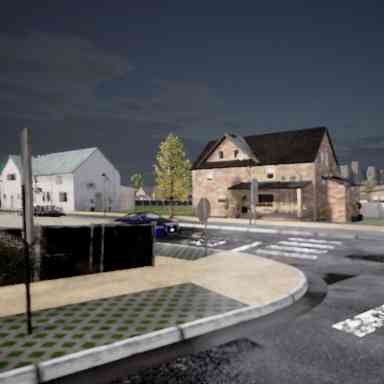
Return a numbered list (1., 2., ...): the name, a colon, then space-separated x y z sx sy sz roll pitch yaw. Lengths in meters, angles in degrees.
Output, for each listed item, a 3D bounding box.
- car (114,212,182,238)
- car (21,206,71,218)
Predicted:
1. car: -2.605 1.818 18.585 4.181 1.385 1.994 0 1 38
2. car: -11.054 1.816 25.050 4.902 1.511 2.128 0 1 38
